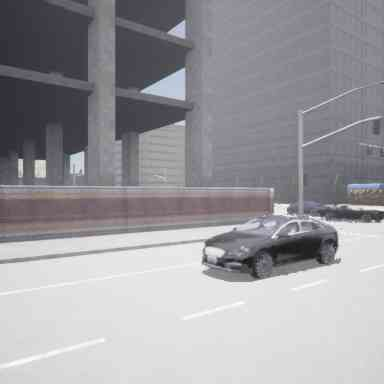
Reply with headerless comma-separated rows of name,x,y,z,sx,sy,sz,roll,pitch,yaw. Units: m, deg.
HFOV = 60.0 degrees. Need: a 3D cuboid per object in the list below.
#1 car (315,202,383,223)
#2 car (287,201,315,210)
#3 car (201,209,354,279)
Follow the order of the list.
car,12.317,1.601,25.583,1.895,1.301,4.718,0,0,-36
car,11.478,1.564,32.693,1.994,1.385,4.181,0,0,-36
car,2.515,1.491,10.101,4.902,1.511,2.128,0,0,-36
